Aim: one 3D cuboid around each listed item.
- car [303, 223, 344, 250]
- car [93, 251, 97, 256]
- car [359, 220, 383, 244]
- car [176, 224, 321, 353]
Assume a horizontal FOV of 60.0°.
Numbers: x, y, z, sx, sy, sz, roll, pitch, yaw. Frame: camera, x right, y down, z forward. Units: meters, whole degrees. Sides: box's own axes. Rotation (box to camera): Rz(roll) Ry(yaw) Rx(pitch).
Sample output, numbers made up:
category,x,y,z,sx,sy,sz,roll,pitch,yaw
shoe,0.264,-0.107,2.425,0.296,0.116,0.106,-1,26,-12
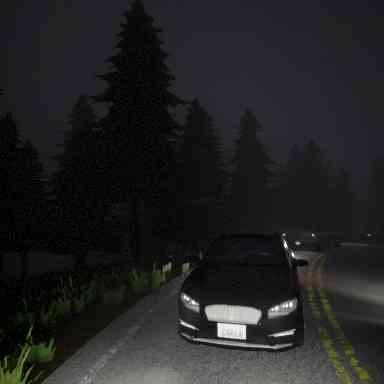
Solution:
category,x,y,z,sx,sy,sz,roll,pitch,yaw
car,6.476,2.306,17.665,1.895,1.301,4.718,-3,-6,39
car,-20.287,13.650,72.956,4.181,1.381,1.994,-2,-5,31
car,15.801,3.222,26.444,5.566,2.045,2.150,8,-8,-28
car,1.131,1.561,6.594,2.128,1.511,4.902,-1,-2,15
